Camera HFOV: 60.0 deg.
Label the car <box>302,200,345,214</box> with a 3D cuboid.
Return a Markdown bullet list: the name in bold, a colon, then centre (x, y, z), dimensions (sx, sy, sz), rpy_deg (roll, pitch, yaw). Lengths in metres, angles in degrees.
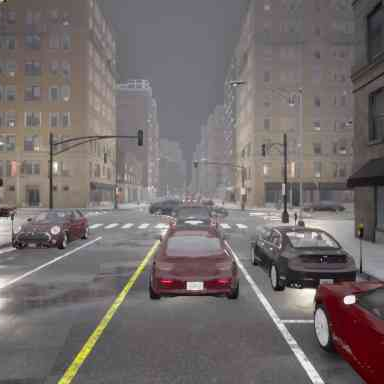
- **car**: centre (14.640, 1.648, 37.173), dimensions (4.674, 1.442, 1.812), rpy_deg (0, 0, 1)

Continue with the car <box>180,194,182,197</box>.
- **car**: centre (-3.420, 1.604, 67.280), dimensions (1.812, 1.442, 4.674), rpy_deg (0, 0, 0)

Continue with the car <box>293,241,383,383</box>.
- **car**: centre (2.669, 1.545, 3.270), dimensions (1.887, 1.381, 4.507), rpy_deg (0, 0, 0)

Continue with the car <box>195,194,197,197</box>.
- **car**: centre (2.253, 1.399, 69.208), dimensions (2.192, 1.841, 5.009), rpy_deg (0, 0, -1)

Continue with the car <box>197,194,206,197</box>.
- **car**: centre (2.313, 1.595, 63.871), dimensions (1.752, 1.417, 4.829), rpy_deg (0, 0, -1)

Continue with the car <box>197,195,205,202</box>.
- **car**: centre (2.127, 1.560, 80.221), dimensions (1.967, 1.590, 4.097), rpy_deg (0, 0, -1)

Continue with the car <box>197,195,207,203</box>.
- **car**: centre (2.189, 1.541, 74.715), dimensions (1.967, 1.590, 4.097), rpy_deg (0, 0, -1)

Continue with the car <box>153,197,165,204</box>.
- **car**: centre (-6.210, 1.614, 63.610), dimensions (1.887, 1.381, 4.507), rpy_deg (0, 0, -1)

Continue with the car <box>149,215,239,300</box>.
- **car**: centre (0.020, 1.528, 8.299), dimensions (1.812, 1.442, 4.674), rpy_deg (0, 0, -1)

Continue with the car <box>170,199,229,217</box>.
- **car**: centre (0.675, 1.500, 27.105), dimensions (4.674, 1.442, 1.812), rpy_deg (0, 0, 0)

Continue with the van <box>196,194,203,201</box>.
- **van**: centre (2.002, 1.504, 91.236), dimensions (1.690, 1.788, 3.998), rpy_deg (0, 0, -1)

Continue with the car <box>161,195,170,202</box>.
- **car**: centre (-6.398, 1.559, 80.133), dimensions (1.967, 1.590, 4.097), rpy_deg (0, 0, -1)

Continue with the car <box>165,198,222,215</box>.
- **car**: centre (0.068, 1.358, 15.603), dimensions (2.097, 1.767, 4.553), rpy_deg (0, 0, 0)

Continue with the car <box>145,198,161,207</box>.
- **car**: centre (-6.085, 1.596, 52.594), dimensions (2.008, 1.369, 4.403), rpy_deg (0, 0, -1)

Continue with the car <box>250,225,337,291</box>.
- **car**: centre (2.658, 1.553, 8.761), dimensions (2.008, 1.369, 4.403), rpy_deg (0, 0, 0)

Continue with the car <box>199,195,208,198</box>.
- **car**: centre (2.440, 1.590, 52.687), dimensions (1.887, 1.381, 4.507), rpy_deg (0, 0, -1)

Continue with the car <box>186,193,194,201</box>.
- **car**: centre (-0.658, 1.384, 90.133), dimensions (2.150, 2.045, 5.566), rpy_deg (0, 0, -1)

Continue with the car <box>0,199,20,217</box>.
- **car**: centre (-18.581, 1.400, 30.209), dimensions (5.008, 1.535, 1.882), rpy_deg (0, 0, -1)

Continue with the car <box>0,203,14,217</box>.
- **car**: centre (-17.063, 1.379, 26.974), dimensions (5.008, 1.535, 1.882), rpy_deg (0, 0, 0)

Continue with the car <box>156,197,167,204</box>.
- **car**: centre (-6.273, 1.666, 69.117), dimensions (1.802, 1.307, 4.206), rpy_deg (0, 0, -1)

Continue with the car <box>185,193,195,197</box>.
- **car**: centre (-0.535, 1.342, 79.415), dimensions (2.150, 2.045, 5.566), rpy_deg (0, 0, -1)

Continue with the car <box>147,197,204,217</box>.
- **car**: centre (-1.494, 1.490, 30.339), dimensions (4.892, 1.490, 1.837), rpy_deg (0, 0, 0)

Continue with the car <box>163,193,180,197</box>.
- **car**: centre (-3.263, 1.391, 48.479), dimensions (2.097, 1.767, 4.553), rpy_deg (0, 0, -1)

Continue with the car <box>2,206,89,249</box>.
- **car**: centre (-5.877, 1.445, 14.233), dimensions (1.967, 1.590, 4.097), rpy_deg (0, 0, 0)

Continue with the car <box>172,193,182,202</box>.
- **car**: centre (-3.518, 1.337, 77.811), dimensions (2.150, 2.045, 5.566), rpy_deg (0, 0, -1)

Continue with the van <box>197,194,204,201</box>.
- **van**: centre (2.065, 1.482, 85.729), dimensions (1.690, 1.788, 3.998), rpy_deg (0, 0, -1)
